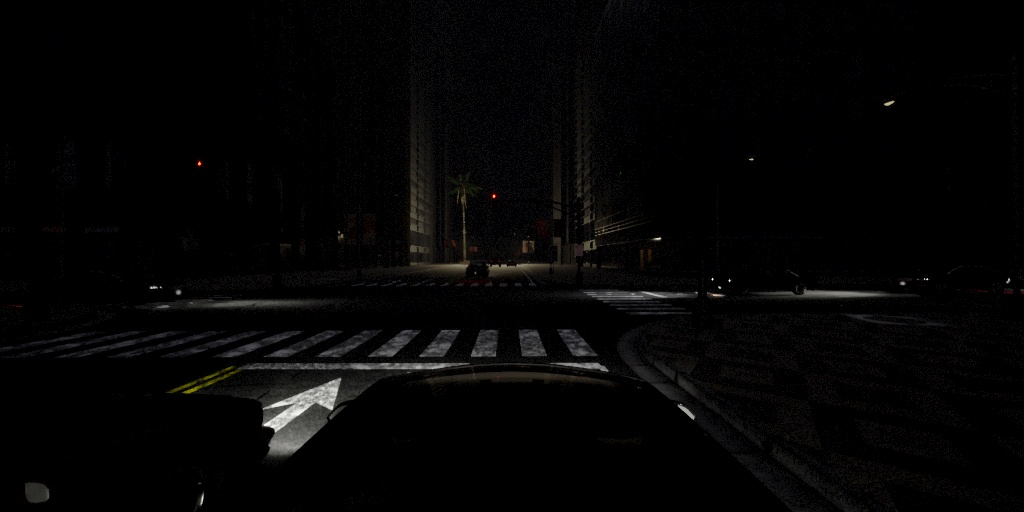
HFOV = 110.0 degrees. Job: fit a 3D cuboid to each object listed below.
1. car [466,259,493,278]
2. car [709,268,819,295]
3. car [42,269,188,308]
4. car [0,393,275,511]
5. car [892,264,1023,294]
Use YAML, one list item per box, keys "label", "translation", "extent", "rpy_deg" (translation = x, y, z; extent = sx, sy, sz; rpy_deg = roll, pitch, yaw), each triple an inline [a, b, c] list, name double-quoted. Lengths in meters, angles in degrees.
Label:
- label: "car"
  translation: [-3.253, 1.309, 34.293]
  extent: [2.128, 1.511, 4.902]
  rpy_deg: [0, 0, 0]
- label: "car"
  translation: [12.996, 1.316, 18.734]
  extent: [4.718, 1.301, 1.895]
  rpy_deg: [0, 0, -2]
- label: "car"
  translation: [-16.662, 1.299, 15.156]
  extent: [4.902, 1.511, 2.128]
  rpy_deg: [0, 0, -3]
- label: "car"
  translation: [-3.176, 1.297, 0.710]
  extent: [2.033, 1.411, 5.357]
  rpy_deg: [0, 0, 4]
- label: "car"
  translation: [23.002, 1.173, 18.900]
  extent: [4.902, 1.511, 2.128]
  rpy_deg: [0, 0, -1]
